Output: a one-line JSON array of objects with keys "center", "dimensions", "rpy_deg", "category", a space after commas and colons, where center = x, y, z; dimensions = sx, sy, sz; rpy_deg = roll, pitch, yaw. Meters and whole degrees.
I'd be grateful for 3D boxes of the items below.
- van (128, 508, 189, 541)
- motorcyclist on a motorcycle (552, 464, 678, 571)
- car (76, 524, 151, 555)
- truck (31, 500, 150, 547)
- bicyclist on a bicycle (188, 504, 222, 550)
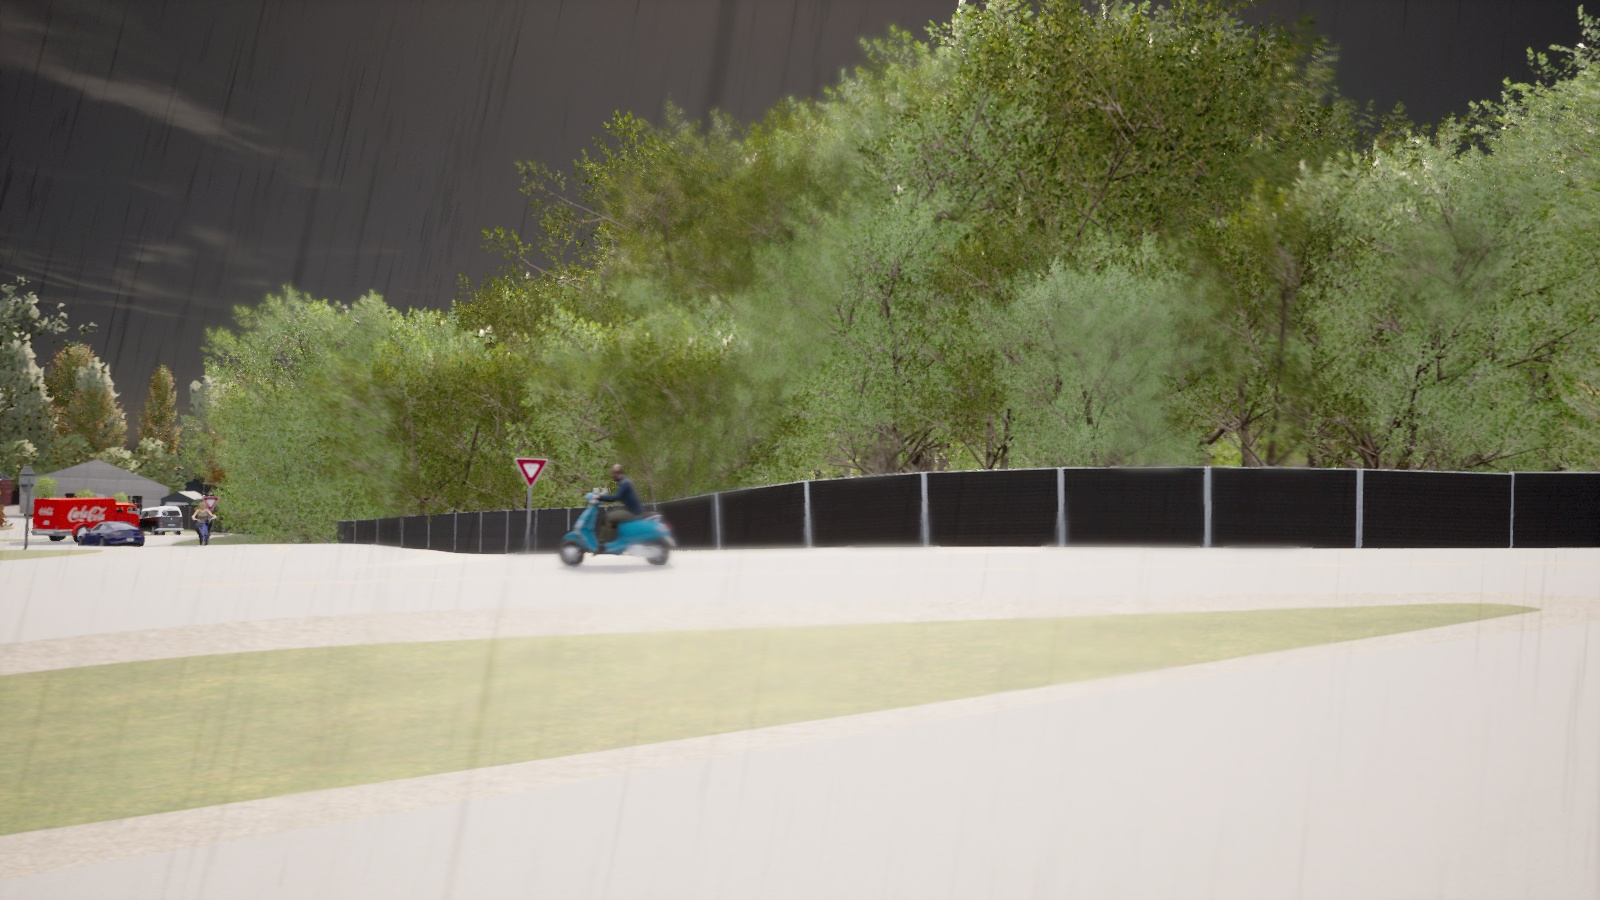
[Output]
[{"center": [-43.736, 5.103, 85.563], "dimensions": [4.480, 2.038, 2.069], "rpy_deg": [-5, -6, 39], "category": "van"}, {"center": [-2.853, 1.037, 19.490], "dimensions": [1.817, 1.590, 0.866], "rpy_deg": [-1, -2, -1], "category": "motorcyclist on a motorcycle"}, {"center": [-33.885, 4.395, 61.943], "dimensions": [4.674, 1.442, 1.812], "rpy_deg": [-4, -5, 42], "category": "car"}, {"center": [-39.986, 4.101, 70.917], "dimensions": [2.627, 2.467, 5.204], "rpy_deg": [0, -2, 26], "category": "truck"}, {"center": [-21.601, 2.776, 45.586], "dimensions": [0.866, 1.612, 1.509], "rpy_deg": [0, -3, -34], "category": "bicyclist on a bicycle"}]
